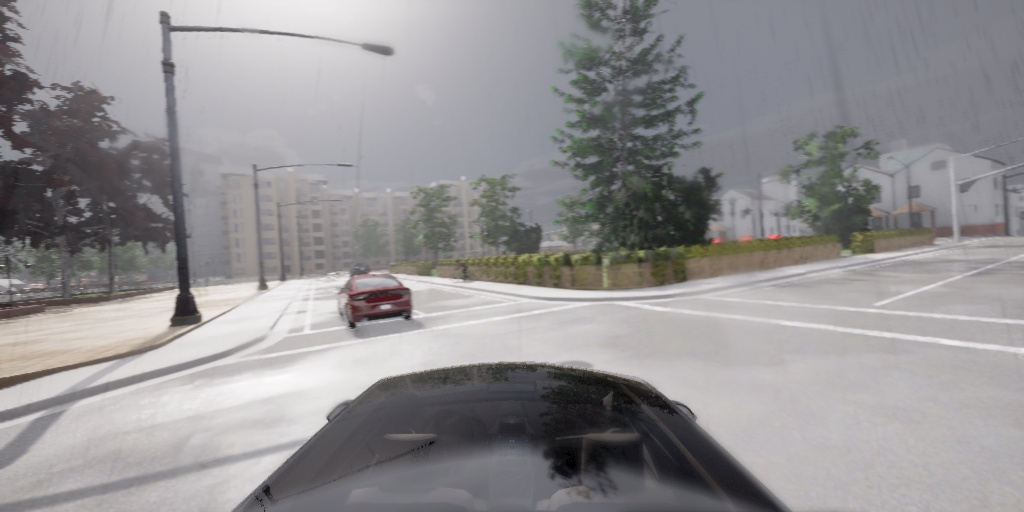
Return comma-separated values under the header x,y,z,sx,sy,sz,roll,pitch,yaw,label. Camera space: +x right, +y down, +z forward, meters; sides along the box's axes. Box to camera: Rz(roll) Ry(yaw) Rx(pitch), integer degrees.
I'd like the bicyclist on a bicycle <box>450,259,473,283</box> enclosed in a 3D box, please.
x,y,z,sx,sy,sz,roll,pitch,yaw,label
-3.534,1.026,24.919,1.656,1.620,0.582,-4,1,-29,bicyclist on a bicycle

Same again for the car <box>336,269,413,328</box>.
x,y,z,sx,sy,sz,roll,pitch,yaw,label
-4.862,1.376,12.397,1.882,1.535,5.008,-4,0,-30,car

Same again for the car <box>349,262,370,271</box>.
x,y,z,sx,sy,sz,roll,pitch,yaw,label
-20.181,1.892,47.538,2.150,2.045,5.566,-4,1,-29,car
